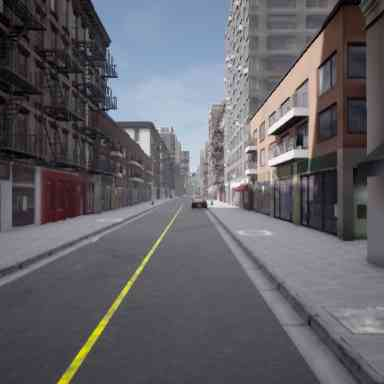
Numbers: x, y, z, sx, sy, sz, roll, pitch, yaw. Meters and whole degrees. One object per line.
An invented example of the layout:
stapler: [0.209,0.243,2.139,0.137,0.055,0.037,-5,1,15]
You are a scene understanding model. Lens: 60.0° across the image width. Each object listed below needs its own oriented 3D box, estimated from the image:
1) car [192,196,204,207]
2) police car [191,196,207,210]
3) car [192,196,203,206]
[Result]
car: [0.900,1.472,51.946,1.882,1.535,5.008,0,0,0]
police car: [0.900,1.412,42.056,1.930,1.638,5.238,0,0,0]
car: [0.900,1.465,58.136,1.801,1.575,5.366,0,0,0]
